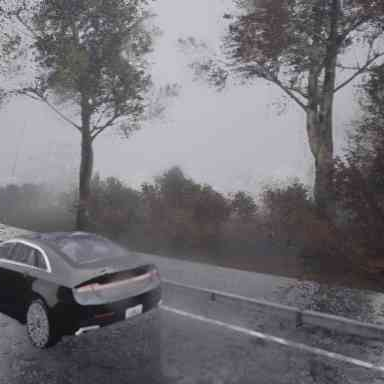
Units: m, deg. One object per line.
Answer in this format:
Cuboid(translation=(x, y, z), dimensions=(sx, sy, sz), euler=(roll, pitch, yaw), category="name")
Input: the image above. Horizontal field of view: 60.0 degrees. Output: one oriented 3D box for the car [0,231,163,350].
Cuboid(translation=(-2.720, 1.504, 6.317), dimensions=(4.902, 1.511, 2.128), euler=(0, 0, 39), category="car")
